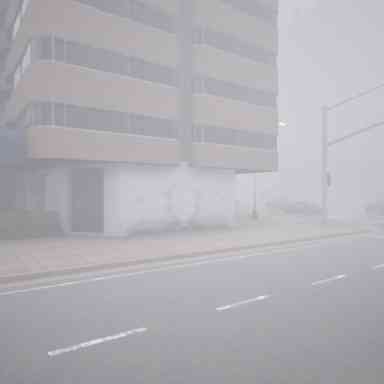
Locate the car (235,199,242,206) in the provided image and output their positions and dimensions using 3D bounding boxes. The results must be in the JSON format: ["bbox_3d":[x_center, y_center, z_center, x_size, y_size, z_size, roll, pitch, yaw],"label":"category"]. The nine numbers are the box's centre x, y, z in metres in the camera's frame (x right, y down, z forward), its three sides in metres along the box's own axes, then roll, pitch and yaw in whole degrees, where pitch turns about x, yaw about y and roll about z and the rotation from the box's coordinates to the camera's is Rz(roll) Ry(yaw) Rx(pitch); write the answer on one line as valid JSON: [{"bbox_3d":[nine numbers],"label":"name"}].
[{"bbox_3d":[5.435,1.547,52.198,2.033,1.411,5.357,0,0,-36],"label":"car"}]

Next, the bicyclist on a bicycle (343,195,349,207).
[{"bbox_3d":[22.040,1.301,47.694,1.656,1.620,0.582,0,0,-36],"label":"bicyclist on a bicycle"}]

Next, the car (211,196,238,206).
[{"bbox_3d":[5.607,1.491,57.948,2.128,1.511,4.902,0,0,-35],"label":"car"}]

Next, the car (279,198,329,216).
[{"bbox_3d":[11.031,1.563,32.256,1.994,1.385,4.181,0,0,-36],"label":"car"}]

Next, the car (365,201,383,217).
[{"bbox_3d":[17.939,1.477,29.213,1.882,1.535,5.008,0,0,-41],"label":"car"}]

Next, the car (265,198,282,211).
[{"bbox_3d":[10.696,1.491,38.674,2.128,1.511,4.902,0,0,-36],"label":"car"}]
